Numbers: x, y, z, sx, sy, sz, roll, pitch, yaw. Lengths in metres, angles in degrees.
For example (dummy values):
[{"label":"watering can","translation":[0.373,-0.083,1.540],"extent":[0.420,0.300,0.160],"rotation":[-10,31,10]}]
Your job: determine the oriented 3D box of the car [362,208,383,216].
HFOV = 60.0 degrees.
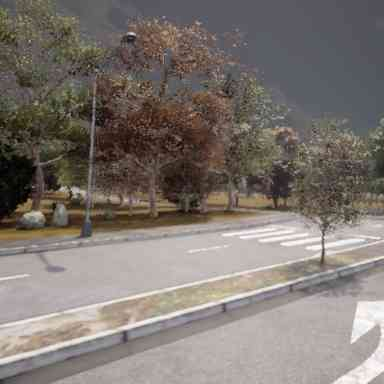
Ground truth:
[{"label":"car","translation":[31.860,3.524,58.290],"extent":[4.181,1.385,1.994],"rotation":[3,-2,3]}]
